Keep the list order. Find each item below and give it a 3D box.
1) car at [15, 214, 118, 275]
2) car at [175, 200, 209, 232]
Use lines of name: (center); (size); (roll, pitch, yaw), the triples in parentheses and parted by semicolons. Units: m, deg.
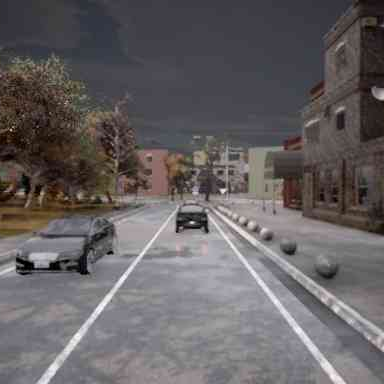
car: (-3.650, 1.498, 10.507); (2.128, 1.511, 4.902); (0, 0, 0)
car: (-0.004, 1.481, 20.298); (1.882, 1.535, 5.008); (0, 0, 0)
